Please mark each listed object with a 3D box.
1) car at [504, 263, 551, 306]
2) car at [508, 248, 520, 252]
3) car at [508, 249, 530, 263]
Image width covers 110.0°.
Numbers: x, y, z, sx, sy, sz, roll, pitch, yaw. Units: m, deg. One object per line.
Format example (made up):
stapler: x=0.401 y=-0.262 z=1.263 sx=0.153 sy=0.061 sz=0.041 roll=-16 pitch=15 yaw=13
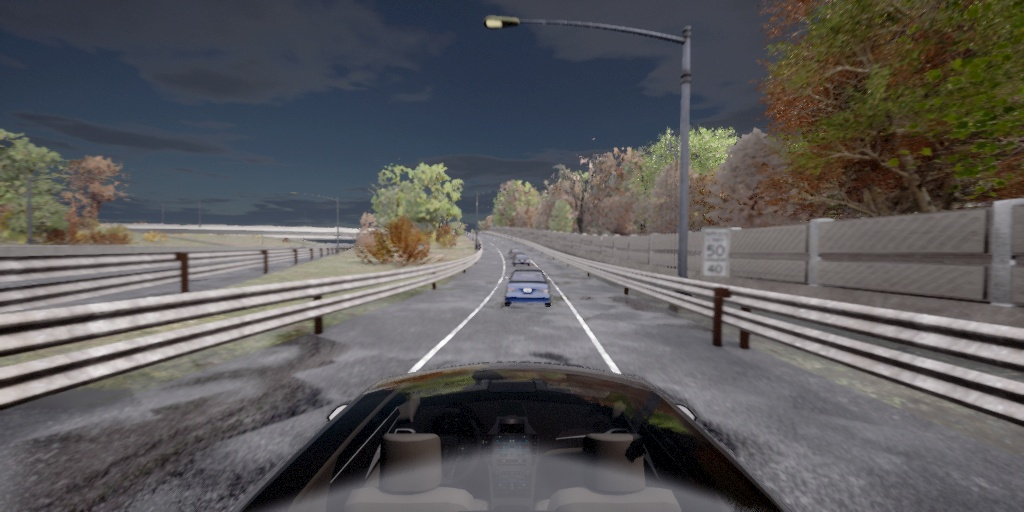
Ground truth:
car: x=0.664 y=1.247 z=15.446 sx=2.033 sy=1.411 sz=5.357 roll=1 pitch=1 yaw=2
car: x=0.464 y=-0.426 z=50.485 sx=2.033 sy=1.411 sz=5.357 roll=1 pitch=5 yaw=-4
car: x=0.935 y=0.361 z=39.332 sx=2.033 sy=1.411 sz=5.357 roll=1 pitch=3 yaw=-2
